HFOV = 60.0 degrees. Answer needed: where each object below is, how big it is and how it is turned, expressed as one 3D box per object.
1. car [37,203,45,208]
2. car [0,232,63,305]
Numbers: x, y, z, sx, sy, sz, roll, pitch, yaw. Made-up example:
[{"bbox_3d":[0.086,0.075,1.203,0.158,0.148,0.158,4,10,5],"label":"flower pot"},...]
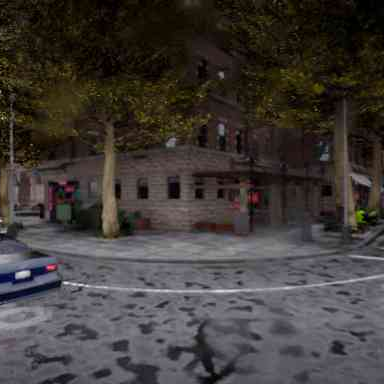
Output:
[{"bbox_3d":[-24.575,2.104,58.180,1.895,1.301,4.718,-1,0,36],"label":"car"},{"bbox_3d":[-5.234,1.629,7.727,5.357,1.411,2.033,-1,0,36],"label":"car"}]
